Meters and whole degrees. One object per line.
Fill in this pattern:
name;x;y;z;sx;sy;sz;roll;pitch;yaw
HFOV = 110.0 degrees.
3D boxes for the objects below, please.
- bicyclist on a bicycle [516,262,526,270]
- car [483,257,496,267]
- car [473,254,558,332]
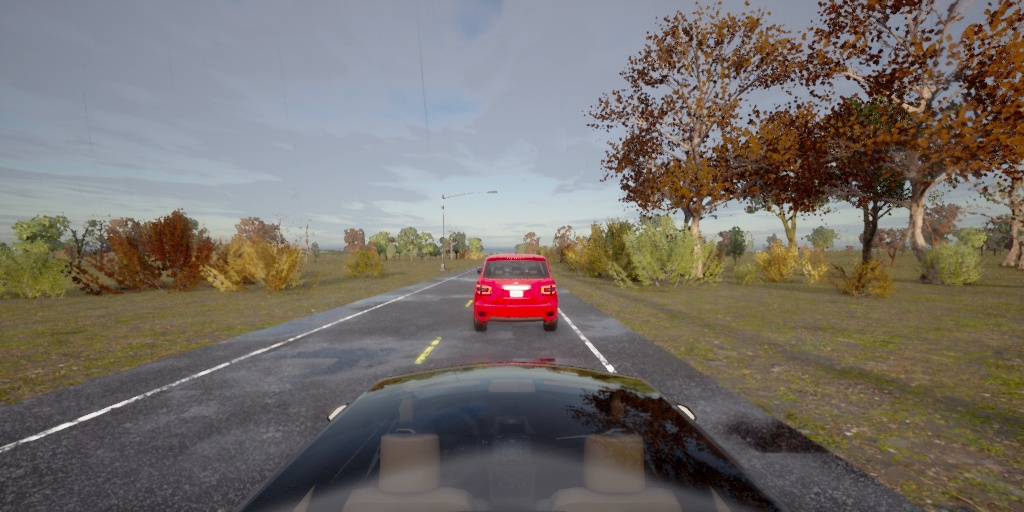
bicyclist on a bicycle;0.860;1.104;30.199;0.659;1.776;1.843;0;0;0
car;-3.998;1.073;63.531;2.097;1.767;4.553;0;0;0
car;0.078;0.966;11.020;2.150;2.045;5.566;0;0;-1
